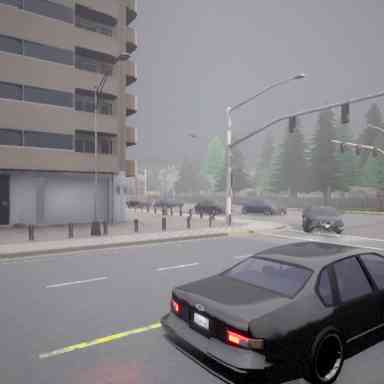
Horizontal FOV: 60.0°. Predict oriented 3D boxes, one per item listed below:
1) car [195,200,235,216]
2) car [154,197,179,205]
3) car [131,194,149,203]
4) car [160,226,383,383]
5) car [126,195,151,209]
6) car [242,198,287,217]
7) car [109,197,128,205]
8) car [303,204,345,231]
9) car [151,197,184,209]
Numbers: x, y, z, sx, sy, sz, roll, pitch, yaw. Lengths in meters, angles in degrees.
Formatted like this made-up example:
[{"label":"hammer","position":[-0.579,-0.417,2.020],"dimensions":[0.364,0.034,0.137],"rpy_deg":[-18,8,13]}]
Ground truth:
[{"label":"car","position":[2.244,1.562,33.248],"dimensions":[1.837,1.490,4.892],"rpy_deg":[0,0,-36]},{"label":"car","position":[-4.743,1.603,61.283],"dimensions":[2.033,1.411,5.357],"rpy_deg":[0,0,-36]},{"label":"car","position":[-10.952,1.408,69.855],"dimensions":[2.097,1.767,4.553],"rpy_deg":[0,0,-36]},{"label":"car","position":[2.162,1.547,5.320],"dimensions":[5.357,1.411,2.033],"rpy_deg":[0,0,-35]},{"label":"car","position":[-7.290,1.533,46.508],"dimensions":[1.882,1.535,5.008],"rpy_deg":[0,0,-36]},{"label":"car","position":[7.038,1.408,32.578],"dimensions":[2.097,1.767,4.553],"rpy_deg":[0,0,-36]},{"label":"car","position":[-13.617,1.648,61.448],"dimensions":[1.994,1.385,4.181],"rpy_deg":[0,0,-36]},{"label":"car","position":[7.504,1.505,19.230],"dimensions":[1.837,1.490,4.892],"rpy_deg":[3,1,15]},{"label":"car","position":[-3.262,1.603,46.899],"dimensions":[2.033,1.411,5.357],"rpy_deg":[0,0,-36]}]
